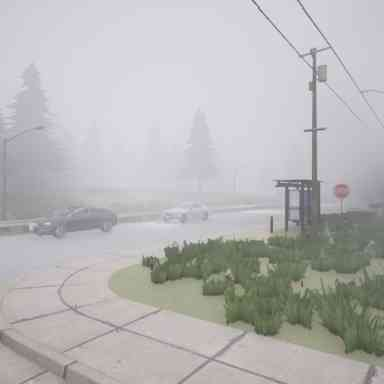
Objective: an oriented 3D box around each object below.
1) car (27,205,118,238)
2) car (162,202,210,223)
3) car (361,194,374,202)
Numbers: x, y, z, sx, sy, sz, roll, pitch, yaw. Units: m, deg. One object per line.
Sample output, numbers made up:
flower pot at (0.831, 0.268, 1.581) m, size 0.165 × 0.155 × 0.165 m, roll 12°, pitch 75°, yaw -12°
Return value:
car at (-6.210, 1.491, 17.803) m, size 2.128 × 1.511 × 4.902 m, roll 0°, pitch 0°, yaw 36°
car at (-0.365, 1.526, 25.876) m, size 1.812 × 1.442 × 4.674 m, roll 0°, pitch 0°, yaw 36°
car at (40.371, 1.355, 76.500) m, size 2.097 × 1.767 × 4.553 m, roll 0°, pitch 0°, yaw 36°
